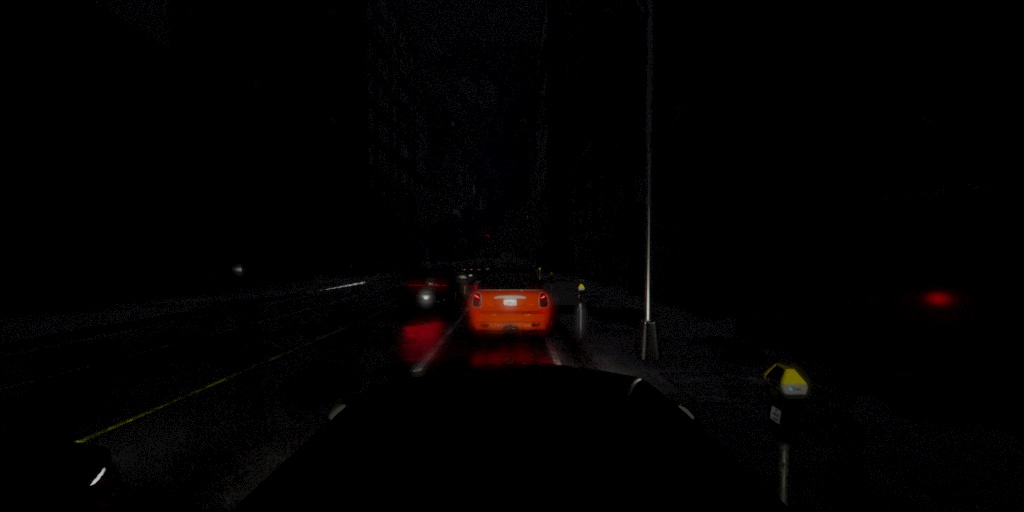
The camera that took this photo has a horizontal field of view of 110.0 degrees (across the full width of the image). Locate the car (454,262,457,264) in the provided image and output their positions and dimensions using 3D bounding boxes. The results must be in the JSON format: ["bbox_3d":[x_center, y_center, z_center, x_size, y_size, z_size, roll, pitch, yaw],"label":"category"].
[{"bbox_3d":[-3.059,1.240,29.338,2.128,1.511,4.902,0,0,0],"label":"car"}]

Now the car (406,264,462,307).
[{"bbox_3d":[-3.145,1.252,15.502,1.837,1.490,4.892,0,0,0],"label":"car"}]

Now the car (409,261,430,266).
[{"bbox_3d":[-8.909,1.189,34.934,1.967,1.591,4.097,0,0,0],"label":"car"}]

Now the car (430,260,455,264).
[{"bbox_3d":[-6.237,1.350,34.588,1.895,1.301,4.718,0,0,0],"label":"car"}]

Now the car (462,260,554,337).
[{"bbox_3d":[-0.032,1.101,10.472,2.097,1.767,4.553,0,0,0],"label":"car"}]

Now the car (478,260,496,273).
[{"bbox_3d":[-3.057,1.258,44.858,1.837,1.490,4.892,0,0,0],"label":"car"}]
